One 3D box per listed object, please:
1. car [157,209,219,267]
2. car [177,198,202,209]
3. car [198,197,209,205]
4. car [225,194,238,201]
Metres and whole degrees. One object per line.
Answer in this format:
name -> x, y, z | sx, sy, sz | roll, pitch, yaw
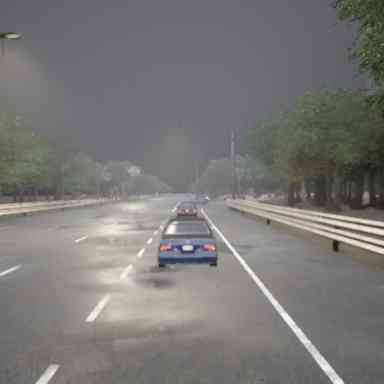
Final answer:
car -> -0.154, 1.562, 11.495 | 2.033, 1.411, 5.357 | -1, 0, -1
car -> -0.420, 1.586, 29.747 | 2.033, 1.411, 5.357 | -1, 0, -1
car -> 1.740, 1.595, 59.166 | 2.033, 1.411, 5.357 | -1, 0, 14
car -> 9.810, 1.329, 80.479 | 2.097, 1.767, 4.553 | -1, 0, 31
